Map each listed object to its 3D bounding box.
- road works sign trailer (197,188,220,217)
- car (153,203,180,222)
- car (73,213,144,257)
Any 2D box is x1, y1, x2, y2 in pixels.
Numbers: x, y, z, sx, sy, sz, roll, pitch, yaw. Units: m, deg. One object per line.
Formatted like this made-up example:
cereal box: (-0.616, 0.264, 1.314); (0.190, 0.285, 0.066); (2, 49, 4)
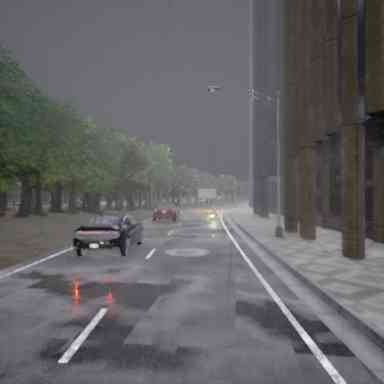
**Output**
road works sign trailer: (1.810, 1.181, 40.040); (2.380, 3.560, 2.880); (0, -2, -1)
car: (-2.314, 1.809, 31.339); (2.097, 1.767, 4.553); (0, -1, 4)
car: (-3.160, 1.600, 13.405); (2.128, 1.511, 4.902); (0, -1, 2)
